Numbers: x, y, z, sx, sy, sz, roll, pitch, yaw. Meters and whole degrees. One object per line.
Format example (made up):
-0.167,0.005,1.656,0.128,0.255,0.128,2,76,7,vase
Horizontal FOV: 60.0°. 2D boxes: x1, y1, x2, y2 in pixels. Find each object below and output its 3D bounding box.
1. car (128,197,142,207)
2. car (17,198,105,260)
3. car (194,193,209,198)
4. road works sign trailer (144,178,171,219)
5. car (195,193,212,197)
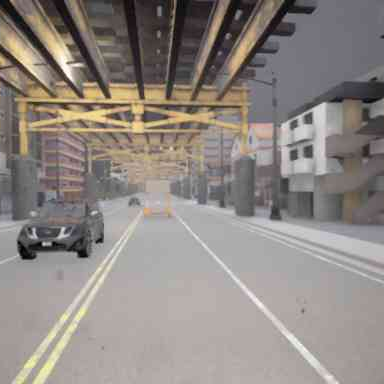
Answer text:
-9.340,1.603,54.299,1.812,1.442,4.674,-1,0,-6,car
-4.830,1.278,13.141,2.150,2.045,5.566,-1,0,-6,car
3.200,1.029,93.924,4.974,1.542,2.038,-1,1,-26,car
-3.077,0.513,30.062,2.380,3.560,2.880,-1,0,-6,road works sign trailer
3.245,0.870,93.945,4.536,1.218,1.853,-1,1,-26,car
